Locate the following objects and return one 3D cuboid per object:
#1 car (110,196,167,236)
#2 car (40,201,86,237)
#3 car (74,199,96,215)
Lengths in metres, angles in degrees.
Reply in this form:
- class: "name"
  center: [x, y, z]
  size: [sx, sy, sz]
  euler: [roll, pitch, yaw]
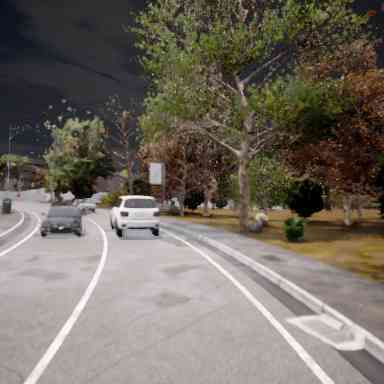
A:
- class: "car"
  center: [-3.251, 1.218, 18.488]
  size: [2.150, 2.045, 5.566]
  euler: [1, 0, -18]
- class: "car"
  center: [-6.719, 1.419, 17.510]
  size: [1.837, 1.490, 4.892]
  euler: [2, -1, -18]
- class: "car"
  center: [-11.949, 1.460, 35.814]
  size: [1.895, 1.301, 4.718]
  euler: [4, -1, -35]
